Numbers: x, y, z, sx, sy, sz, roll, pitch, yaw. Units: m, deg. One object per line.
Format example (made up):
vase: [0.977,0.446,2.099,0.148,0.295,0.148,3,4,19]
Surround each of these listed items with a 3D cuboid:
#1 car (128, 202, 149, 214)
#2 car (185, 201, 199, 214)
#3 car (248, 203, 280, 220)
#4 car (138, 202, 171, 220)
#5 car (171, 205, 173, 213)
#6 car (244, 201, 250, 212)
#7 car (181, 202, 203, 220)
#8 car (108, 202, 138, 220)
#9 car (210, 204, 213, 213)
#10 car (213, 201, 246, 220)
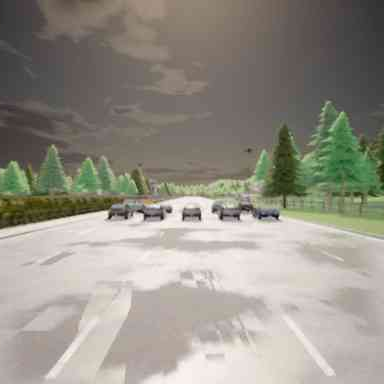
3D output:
car: [-7.005,2.059,43.997,1.994,1.385,4.181,0,-1,0]
car: [-0.004,2.021,44.370,1.812,1.442,4.674,0,-1,1]
car: [6.976,1.955,32.004,1.895,1.301,4.718,0,-1,0]
car: [-3.523,1.853,32.056,2.128,1.511,4.902,0,-1,0]
car: [-3.512,2.090,43.589,1.895,1.301,4.718,0,-1,0]
car: [6.999,1.974,44.778,1.882,1.535,5.008,0,-1,1]
car: [-0.024,1.850,31.959,2.128,1.511,4.902,0,-1,0]
car: [-6.963,1.878,32.909,1.837,1.490,4.892,0,0,0]
car: [3.491,1.995,43.923,1.837,1.490,4.892,0,0,0]
car: [3.475,1.846,31.794,2.128,1.511,4.902,0,-1,0]
